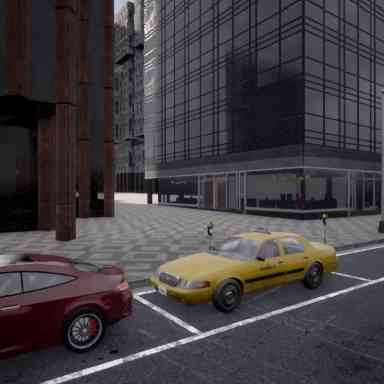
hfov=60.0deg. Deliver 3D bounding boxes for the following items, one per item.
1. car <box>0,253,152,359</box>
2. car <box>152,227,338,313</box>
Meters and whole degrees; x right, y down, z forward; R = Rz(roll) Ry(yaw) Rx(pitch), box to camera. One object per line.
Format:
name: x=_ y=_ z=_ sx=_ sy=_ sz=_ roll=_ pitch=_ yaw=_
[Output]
car: x=-2.886 y=1.582 z=4.591 sx=4.206 sy=1.307 sz=1.802 roll=0 pitch=0 yaw=-35
car: x=1.411 y=1.525 z=7.638 sx=4.829 sy=1.417 sz=1.752 roll=0 pitch=0 yaw=-35
